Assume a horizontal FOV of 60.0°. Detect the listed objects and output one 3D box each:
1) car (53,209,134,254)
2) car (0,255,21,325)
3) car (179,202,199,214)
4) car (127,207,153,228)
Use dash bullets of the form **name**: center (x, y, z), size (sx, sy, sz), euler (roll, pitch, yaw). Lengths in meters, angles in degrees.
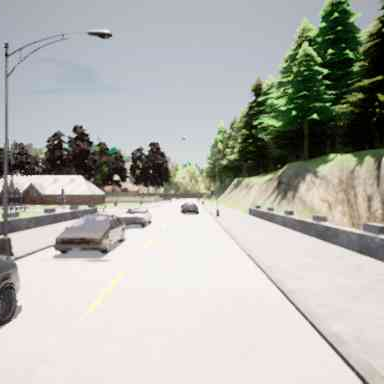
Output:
- **car**: center (-4.093, 1.663, 14.417), size (2.033, 1.411, 5.357), euler (0, 0, 0)
- **car**: center (-4.100, 1.563, 4.492), size (1.812, 1.442, 4.674), euler (0, -1, 0)
- **car**: center (-0.413, 1.889, 40.618), size (1.994, 1.385, 4.181), euler (0, 0, -8)
- **car**: center (-4.059, 1.795, 24.229), size (1.895, 1.301, 4.718), euler (0, 0, 0)
